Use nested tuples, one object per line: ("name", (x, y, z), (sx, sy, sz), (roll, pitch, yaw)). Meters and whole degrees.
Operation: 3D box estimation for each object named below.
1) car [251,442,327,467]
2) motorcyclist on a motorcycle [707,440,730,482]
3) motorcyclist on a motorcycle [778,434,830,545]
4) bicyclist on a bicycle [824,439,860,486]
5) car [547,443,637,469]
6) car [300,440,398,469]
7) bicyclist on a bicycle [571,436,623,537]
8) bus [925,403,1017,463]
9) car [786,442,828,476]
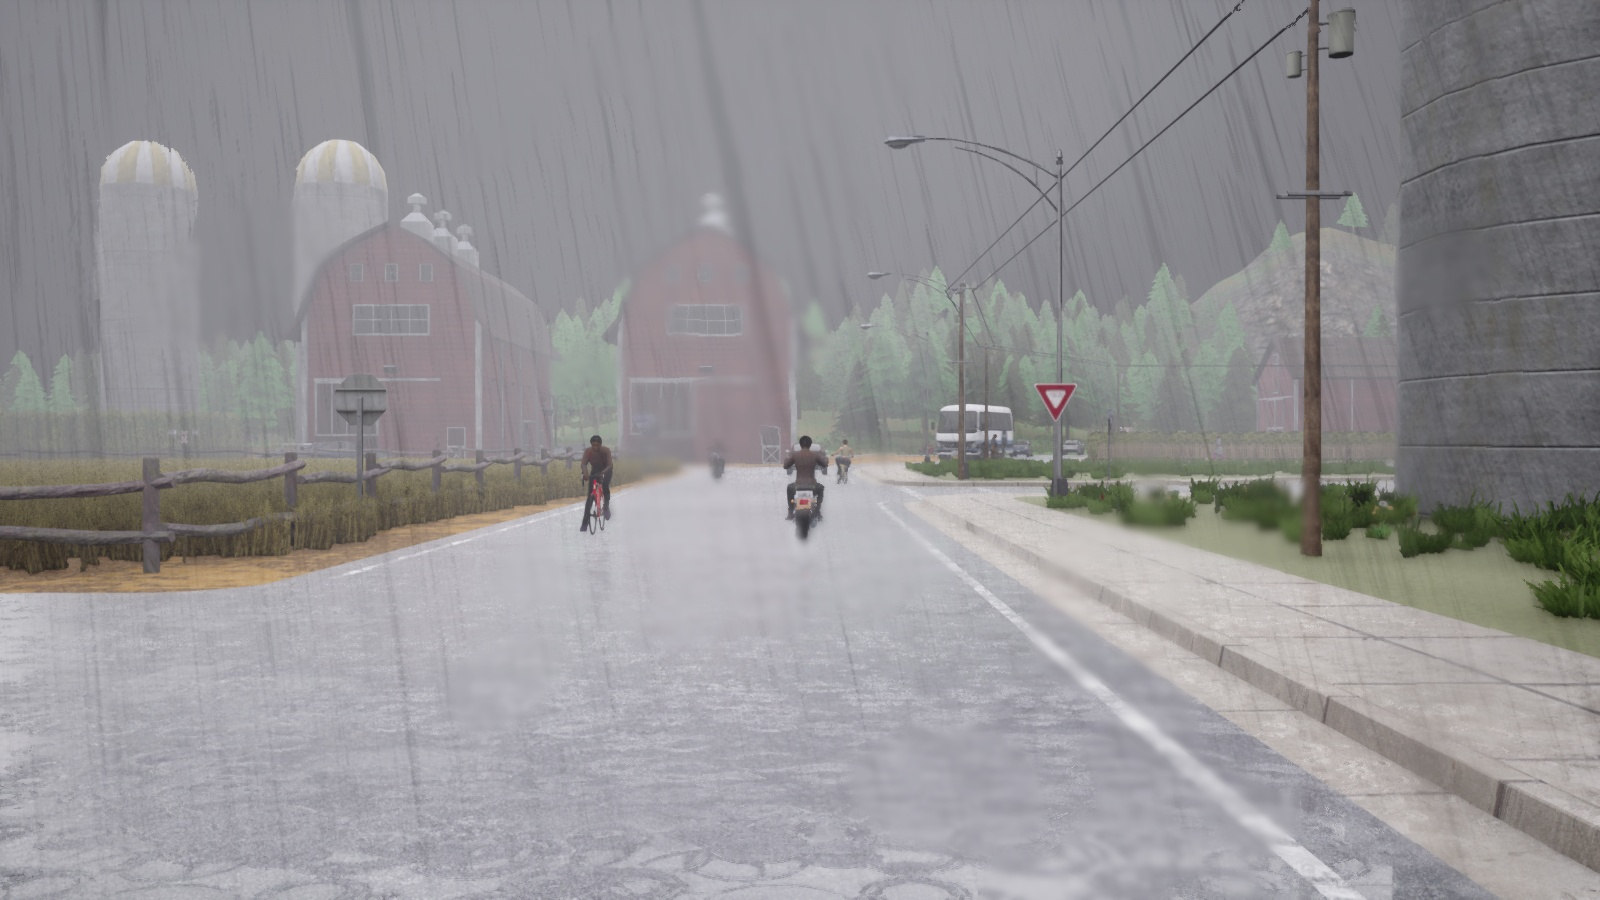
("car", (-30.521, 0.260, 75.073), (3.806, 1.475, 1.970), (0, 0, -3))
("motorcyclist on a motorcycle", (-3.207, 0.412, 49.679), (0.766, 1.649, 2.350), (0, 1, 0))
("motorcyclist on a motorcycle", (0.093, 0.584, 19.844), (0.766, 1.649, 2.350), (0, 0, 1))
("bicyclist on a bicycle", (1.473, 0.431, 44.510), (0.866, 1.612, 1.509), (3, 0, -12))
("car", (-11.934, 0.325, 72.309), (4.792, 1.488, 2.163), (0, 0, 2))
("car", (-25.749, 0.247, 71.821), (4.856, 1.649, 2.033), (0, 0, -3))
("bicyclist on a bicycle", (-3.367, 0.578, 20.907), (0.582, 1.620, 1.656), (0, 1, 0))
("bus", (13.067, -1.275, 94.790), (3.944, 4.253, 10.273), (1, 1, 25))
("car", (0.335, 0.384, 59.848), (1.882, 1.535, 5.008), (0, 0, 0))
